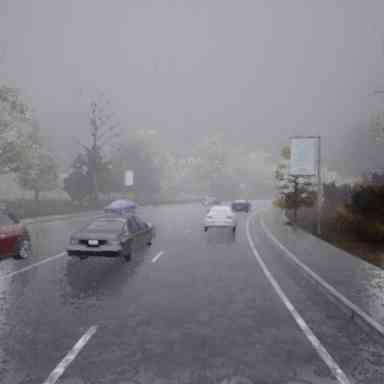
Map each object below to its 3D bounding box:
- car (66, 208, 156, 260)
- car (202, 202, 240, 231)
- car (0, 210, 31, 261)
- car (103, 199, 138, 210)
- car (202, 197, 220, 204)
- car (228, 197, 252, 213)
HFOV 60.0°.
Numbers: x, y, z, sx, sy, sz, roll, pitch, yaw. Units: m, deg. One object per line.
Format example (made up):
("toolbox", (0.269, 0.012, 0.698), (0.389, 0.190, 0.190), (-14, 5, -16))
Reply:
("car", (-2.723, 1.559, 12.446), (2.033, 1.411, 5.357), (0, 0, 5))
("car", (1.856, 1.569, 20.703), (1.812, 1.442, 4.674), (0, 0, 9))
("car", (-6.633, 1.345, 9.413), (2.097, 1.767, 4.553), (0, 0, 5))
("car", (-6.825, 1.499, 32.320), (1.882, 1.535, 5.008), (0, 0, 13))
("car", (3.041, 1.584, 52.861), (2.128, 1.511, 4.902), (0, 0, 22))
("car", (5.738, 1.567, 38.358), (1.882, 1.535, 5.008), (0, 0, 16))
